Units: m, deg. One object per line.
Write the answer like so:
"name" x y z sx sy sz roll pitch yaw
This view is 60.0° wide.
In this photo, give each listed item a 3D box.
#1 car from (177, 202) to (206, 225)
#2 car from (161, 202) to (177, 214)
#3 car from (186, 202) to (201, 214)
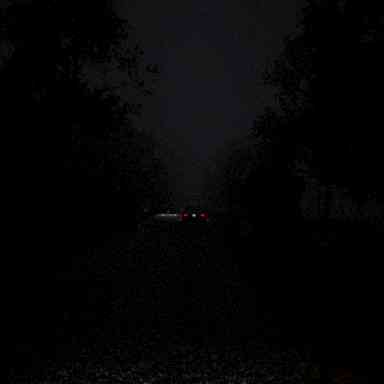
"car" 0.148 1.727 25.987 2.033 1.411 5.357 0 -1 0
"car" -2.728 1.980 41.081 2.033 1.411 5.357 0 -1 0
"car" 0.246 2.008 43.054 1.812 1.442 4.674 0 -1 1
